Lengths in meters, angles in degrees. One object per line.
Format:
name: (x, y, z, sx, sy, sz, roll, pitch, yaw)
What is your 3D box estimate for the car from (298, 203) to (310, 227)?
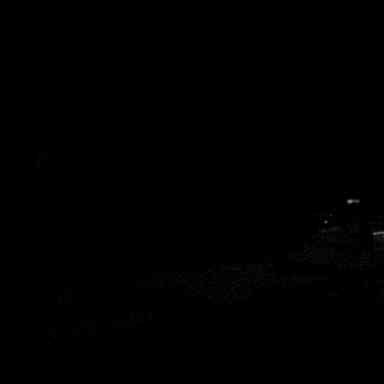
car: (5.051, 1.565, 21.761, 1.887, 1.381, 4.507, 1, 0, -35)

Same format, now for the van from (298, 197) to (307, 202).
van: (8.867, 1.326, 31.180, 1.690, 1.788, 3.998, 1, 0, -35)

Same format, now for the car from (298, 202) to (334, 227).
car: (7.341, 1.627, 23.285, 1.895, 1.301, 4.718, 0, 0, -38)
